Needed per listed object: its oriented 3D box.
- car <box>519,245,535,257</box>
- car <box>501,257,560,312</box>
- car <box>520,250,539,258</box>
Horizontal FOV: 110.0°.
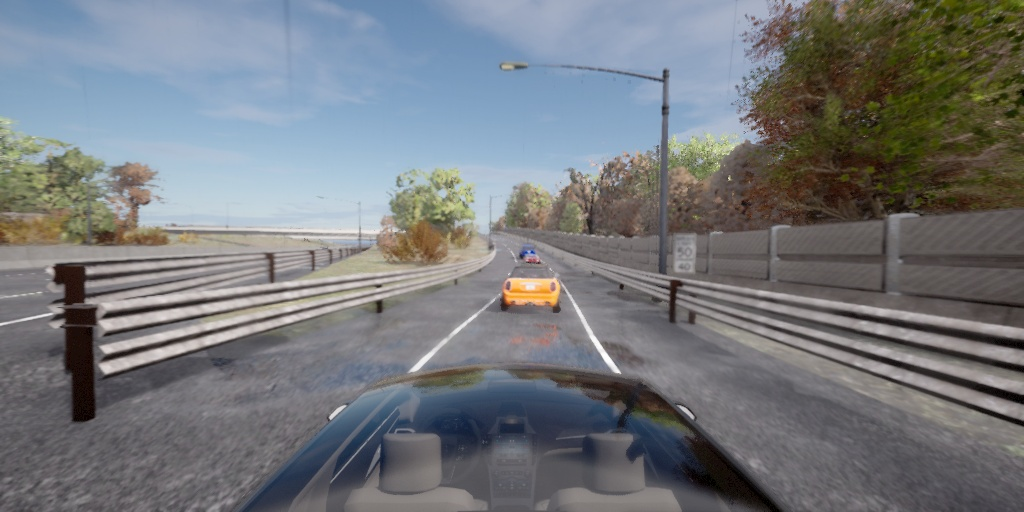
[{"bbox_3d":[2.224,-0.665,53.008,2.150,2.045,5.566,1,5,-2],"label":"car"},{"bbox_3d":[0.828,1.098,14.528,2.097,1.767,4.553,1,0,5],"label":"car"},{"bbox_3d":[2.294,0.424,42.801,1.895,1.301,4.718,1,3,0],"label":"car"}]
